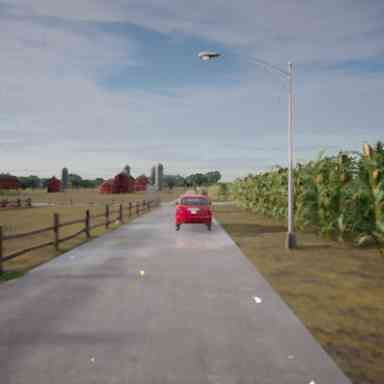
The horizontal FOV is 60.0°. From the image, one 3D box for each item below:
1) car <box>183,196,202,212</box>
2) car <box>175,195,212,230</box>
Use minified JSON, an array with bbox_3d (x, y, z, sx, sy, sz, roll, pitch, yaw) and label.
[{"bbox_3d":[0.098,1.329,38.613,2.097,1.767,4.553,0,0,0],"label":"car"},{"bbox_3d":[0.098,1.212,21.241,2.150,2.045,5.566,0,0,0],"label":"car"}]
